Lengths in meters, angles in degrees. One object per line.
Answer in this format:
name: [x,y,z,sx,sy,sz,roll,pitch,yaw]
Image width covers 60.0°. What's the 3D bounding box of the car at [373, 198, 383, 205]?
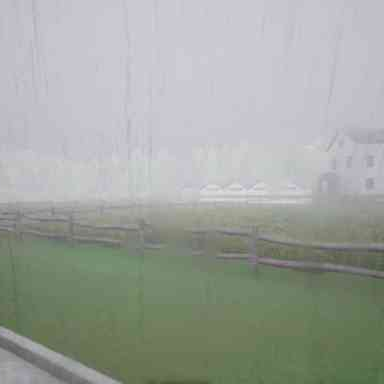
car: [27.822,1.228,46.218,4.605,1.855,1.932,0,0,35]
